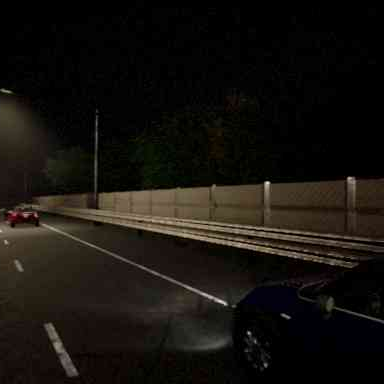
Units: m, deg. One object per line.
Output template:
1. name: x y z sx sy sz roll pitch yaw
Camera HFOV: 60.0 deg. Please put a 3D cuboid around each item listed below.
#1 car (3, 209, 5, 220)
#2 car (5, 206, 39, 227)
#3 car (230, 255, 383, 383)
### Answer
1. car: -20.250 2.348 37.740 1.882 1.535 5.008 1 -2 -31
2. car: -14.542 2.008 28.658 2.097 1.767 4.553 1 -2 -32
3. car: 2.422 1.464 3.583 2.097 1.767 4.553 1 -2 -32
